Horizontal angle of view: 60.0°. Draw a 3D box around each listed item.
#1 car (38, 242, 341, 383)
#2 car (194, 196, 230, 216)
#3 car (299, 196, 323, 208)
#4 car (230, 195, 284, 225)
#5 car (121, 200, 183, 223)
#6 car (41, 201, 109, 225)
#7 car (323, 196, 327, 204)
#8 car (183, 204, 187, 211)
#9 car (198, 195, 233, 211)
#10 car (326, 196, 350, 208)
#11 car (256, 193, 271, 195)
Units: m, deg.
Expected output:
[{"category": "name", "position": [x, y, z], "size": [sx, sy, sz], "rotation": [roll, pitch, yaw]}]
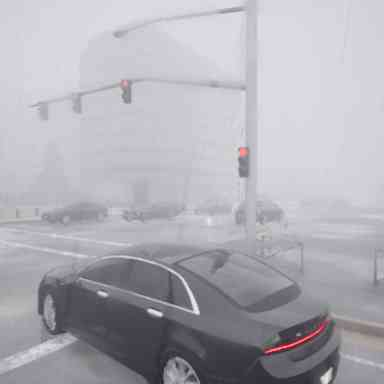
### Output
[{"category": "car", "position": [-0.503, 1.493, 4.810], "size": [4.892, 1.490, 1.837], "rotation": [1, 1, 43]}, {"category": "car", "position": [2.064, 1.445, 32.196], "size": [1.812, 1.442, 4.674], "rotation": [0, 0, 35]}, {"category": "car", "position": [16.246, 1.448, 46.097], "size": [1.812, 1.442, 4.674], "rotation": [0, 0, 35]}, {"category": "car", "position": [4.870, 1.302, 23.683], "size": [2.097, 1.767, 4.553], "rotation": [0, 0, 35]}, {"category": "car", "position": [-3.053, 1.525, 24.864], "size": [1.895, 1.301, 4.718], "rotation": [0, 0, 35]}, {"category": "car", "position": [-8.186, 1.417, 23.617], "size": [1.837, 1.490, 4.892], "rotation": [0, 0, 35]}, {"category": "car", "position": [21.333, 1.408, 53.401], "size": [2.128, 1.511, 4.902], "rotation": [0, 0, 35]}, {"category": "car", "position": [-2.619, 1.454, 31.612], "size": [2.033, 1.411, 5.357], "rotation": [0, 0, 35]}, {"category": "car", "position": [2.842, 1.253, 39.444], "size": [2.097, 1.767, 4.553], "rotation": [0, 0, 35]}, {"category": "car", "position": [20.902, 1.427, 46.658], "size": [2.128, 1.511, 4.902], "rotation": [0, 0, 35]}, {"category": "car", "position": [8.088, 1.134, 40.812], "size": [2.150, 2.045, 5.566], "rotation": [0, 0, 35]}]
